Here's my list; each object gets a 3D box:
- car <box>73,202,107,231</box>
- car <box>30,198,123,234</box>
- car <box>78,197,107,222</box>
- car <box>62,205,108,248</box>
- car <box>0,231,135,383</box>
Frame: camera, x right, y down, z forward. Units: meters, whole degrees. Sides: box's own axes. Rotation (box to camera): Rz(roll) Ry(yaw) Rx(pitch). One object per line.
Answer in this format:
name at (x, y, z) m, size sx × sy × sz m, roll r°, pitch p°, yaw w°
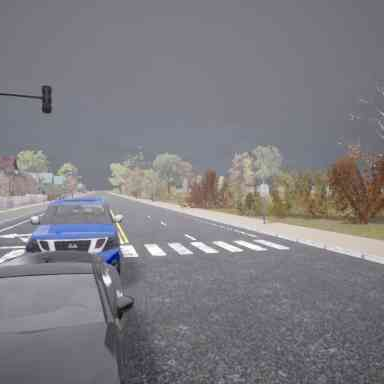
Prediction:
car at (-6.617, 1.467, 21.778) m, size 1.882 × 1.535 × 5.008 m, roll 0°, pitch 0°, yaw -16°
car at (-3.362, 1.218, 9.968) m, size 2.150 × 2.045 × 5.566 m, roll 0°, pitch 0°, yaw -15°
car at (-8.192, 1.337, 27.507) m, size 2.097 × 1.767 × 4.553 m, roll 0°, pitch 0°, yaw -15°
car at (-5.035, 1.498, 16.036) m, size 1.837 × 1.490 × 4.892 m, roll 0°, pitch 0°, yaw -15°
car at (-1.708, 1.524, 3.883) m, size 1.812 × 1.442 × 4.674 m, roll 0°, pitch 0°, yaw -13°
